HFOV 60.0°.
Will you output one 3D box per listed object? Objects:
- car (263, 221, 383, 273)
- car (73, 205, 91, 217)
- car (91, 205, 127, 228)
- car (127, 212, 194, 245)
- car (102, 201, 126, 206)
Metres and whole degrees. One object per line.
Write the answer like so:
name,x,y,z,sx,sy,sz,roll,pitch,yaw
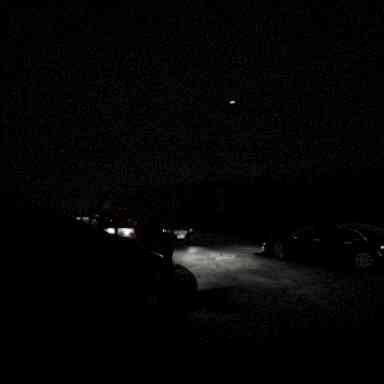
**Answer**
car,4.861,1.790,11.816,4.892,1.490,1.837,0,3,43
car,-13.508,2.339,41.448,1.812,1.442,4.674,1,-2,-26
car,-6.591,2.104,27.605,2.033,1.411,5.357,1,-1,-27
car,-1.574,1.849,17.653,2.128,1.511,4.902,1,-2,-27
car,-9.356,2.036,39.474,2.150,2.045,5.566,1,-2,-27
